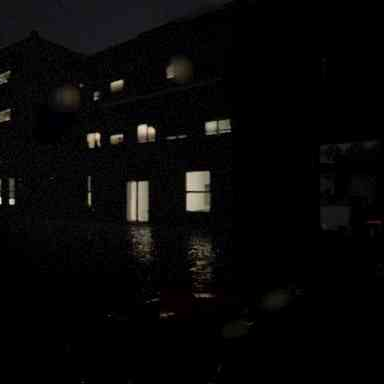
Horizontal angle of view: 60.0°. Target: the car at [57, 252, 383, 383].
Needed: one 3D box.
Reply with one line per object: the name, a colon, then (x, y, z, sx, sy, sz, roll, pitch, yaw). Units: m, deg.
car: (1.320, 1.315, 1.926, 5.009, 1.841, 2.192, 0, 0, 36)
